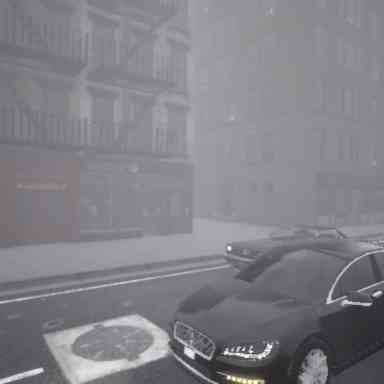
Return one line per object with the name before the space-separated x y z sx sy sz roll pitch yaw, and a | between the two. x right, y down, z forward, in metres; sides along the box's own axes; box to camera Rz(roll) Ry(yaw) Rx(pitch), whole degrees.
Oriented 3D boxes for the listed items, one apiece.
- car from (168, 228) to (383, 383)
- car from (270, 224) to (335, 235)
car | 1.949 1.542 5.078 4.892 1.490 1.837 1 0 -36
car | 3.210 1.670 9.971 4.718 1.301 1.895 1 0 -36
